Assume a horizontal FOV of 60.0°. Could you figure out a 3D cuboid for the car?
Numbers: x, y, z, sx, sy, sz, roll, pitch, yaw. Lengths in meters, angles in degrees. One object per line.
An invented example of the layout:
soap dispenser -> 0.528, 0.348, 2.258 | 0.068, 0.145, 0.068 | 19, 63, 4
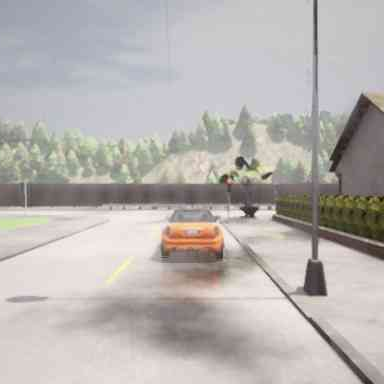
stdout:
car -> 0.025, 1.314, 12.775 | 2.097, 1.767, 4.553 | 0, 0, 0
